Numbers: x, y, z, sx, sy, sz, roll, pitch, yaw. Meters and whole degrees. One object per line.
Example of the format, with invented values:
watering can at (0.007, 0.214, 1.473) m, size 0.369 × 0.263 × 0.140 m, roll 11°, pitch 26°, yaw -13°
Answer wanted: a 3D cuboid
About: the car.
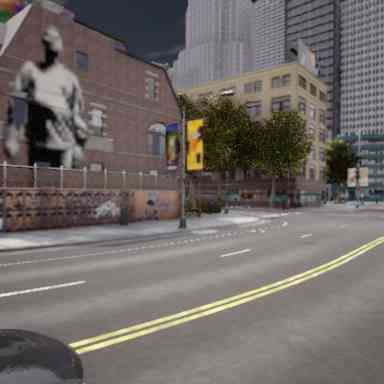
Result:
car at (-2.977, 1.518, 1.795) m, size 4.674 × 1.442 × 1.812 m, roll 1°, pitch 0°, yaw -35°
